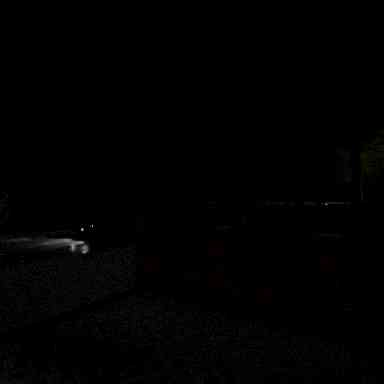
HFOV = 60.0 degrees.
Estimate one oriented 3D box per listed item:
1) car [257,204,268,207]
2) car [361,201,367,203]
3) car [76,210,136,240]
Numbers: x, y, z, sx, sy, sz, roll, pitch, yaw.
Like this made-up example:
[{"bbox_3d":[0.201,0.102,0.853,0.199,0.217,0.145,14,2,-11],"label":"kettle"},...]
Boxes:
[{"bbox_3d":[4.664,1.712,25.959,4.902,1.511,2.128,0,-1,-44],"label":"car"},{"bbox_3d":[20.575,1.930,41.076,4.892,1.490,1.837,2,-2,-43],"label":"car"},{"bbox_3d":[-3.967,1.684,17.715,4.181,1.385,1.994,1,-1,-45],"label":"car"}]
